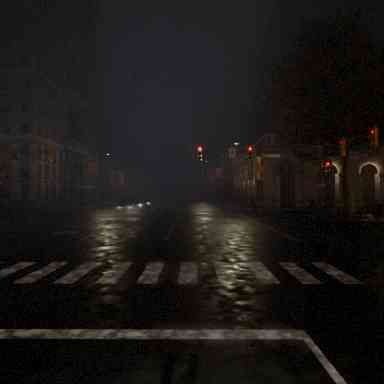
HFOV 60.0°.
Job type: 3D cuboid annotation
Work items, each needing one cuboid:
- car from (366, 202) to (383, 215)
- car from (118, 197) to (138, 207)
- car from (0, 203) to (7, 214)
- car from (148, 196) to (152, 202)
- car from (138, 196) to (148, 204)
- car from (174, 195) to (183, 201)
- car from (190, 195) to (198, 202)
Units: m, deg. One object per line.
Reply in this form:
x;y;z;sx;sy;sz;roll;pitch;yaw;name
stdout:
19.563;1.564;32.787;4.181;1.385;1.994;0;0;0;car
-10.427;1.478;53.118;1.882;1.535;5.008;0;0;1;car
-21.183;1.477;33.129;5.008;1.535;1.882;0;0;0;car
-10.160;1.595;74.937;1.895;1.301;4.718;0;0;1;car
-10.334;1.601;64.700;1.895;1.301;4.718;0;0;1;car
-3.110;1.449;78.671;2.128;1.511;4.902;0;0;1;car
0.389;1.450;78.626;2.128;1.511;4.902;0;0;1;car
